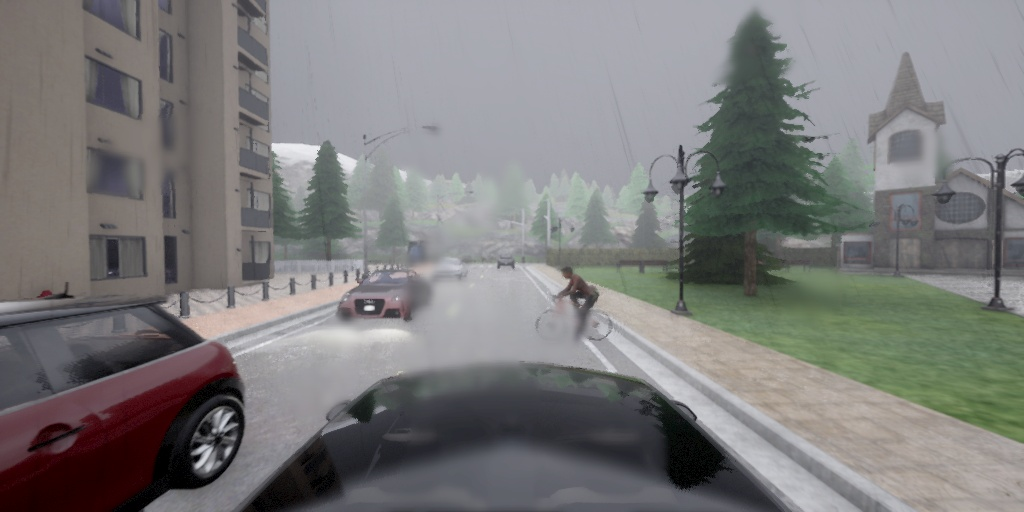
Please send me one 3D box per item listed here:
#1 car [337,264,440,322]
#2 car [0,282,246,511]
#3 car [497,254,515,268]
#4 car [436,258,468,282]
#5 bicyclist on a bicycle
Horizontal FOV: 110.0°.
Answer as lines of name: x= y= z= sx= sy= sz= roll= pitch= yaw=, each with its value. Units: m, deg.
car: x=-3.776 y=1.142 z=11.385 sx=1.994 sy=1.385 sz=4.181 roll=0 pitch=1 yaw=-1
car: x=-3.578 y=1.118 z=1.497 sx=2.097 sy=1.767 sz=4.553 roll=0 pitch=1 yaw=-1
car: x=-0.661 y=0.528 z=39.288 sx=2.128 sy=1.511 sz=4.902 roll=0 pitch=1 yaw=-1
car: x=-4.016 y=0.866 z=23.935 sx=1.812 sy=1.442 sz=4.674 roll=0 pitch=1 yaw=-1
bicyclist on a bicycle: x=1.360 y=1.048 z=7.776 sx=1.656 sy=1.620 sz=0.582 roll=0 pitch=1 yaw=-1
